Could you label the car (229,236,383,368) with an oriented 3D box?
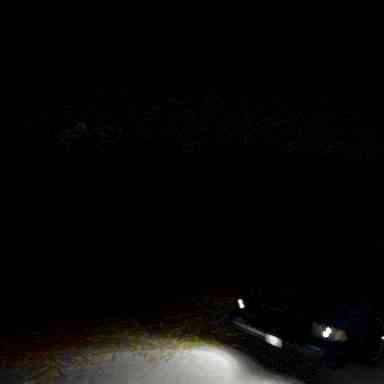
[{"bbox_3d":[3.137,1.574,6.079,5.357,1.411,2.033,0,-1,-39],"label":"car"}]
